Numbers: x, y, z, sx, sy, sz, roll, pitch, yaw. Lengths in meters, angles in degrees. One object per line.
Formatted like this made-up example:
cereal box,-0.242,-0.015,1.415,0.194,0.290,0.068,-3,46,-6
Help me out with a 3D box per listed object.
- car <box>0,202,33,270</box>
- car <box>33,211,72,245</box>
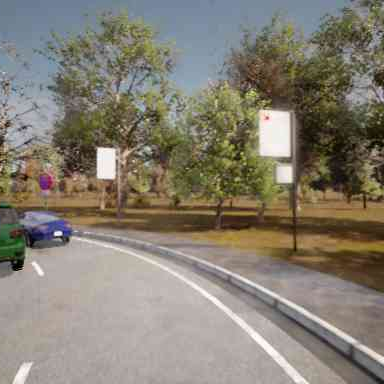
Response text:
car,-6.924,1.327,10.735,2.150,2.045,5.566,0,0,-36
car,-7.365,1.635,15.732,4.674,1.442,1.812,-1,0,43
